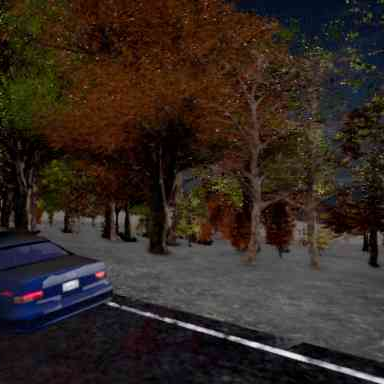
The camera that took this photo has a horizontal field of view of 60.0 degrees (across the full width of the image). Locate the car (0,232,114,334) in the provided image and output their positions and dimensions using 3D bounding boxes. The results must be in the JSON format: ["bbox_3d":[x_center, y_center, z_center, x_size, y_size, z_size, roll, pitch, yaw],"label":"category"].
[{"bbox_3d":[-3.938,1.529,6.492,5.357,1.411,2.033,-1,1,34],"label":"car"}]
